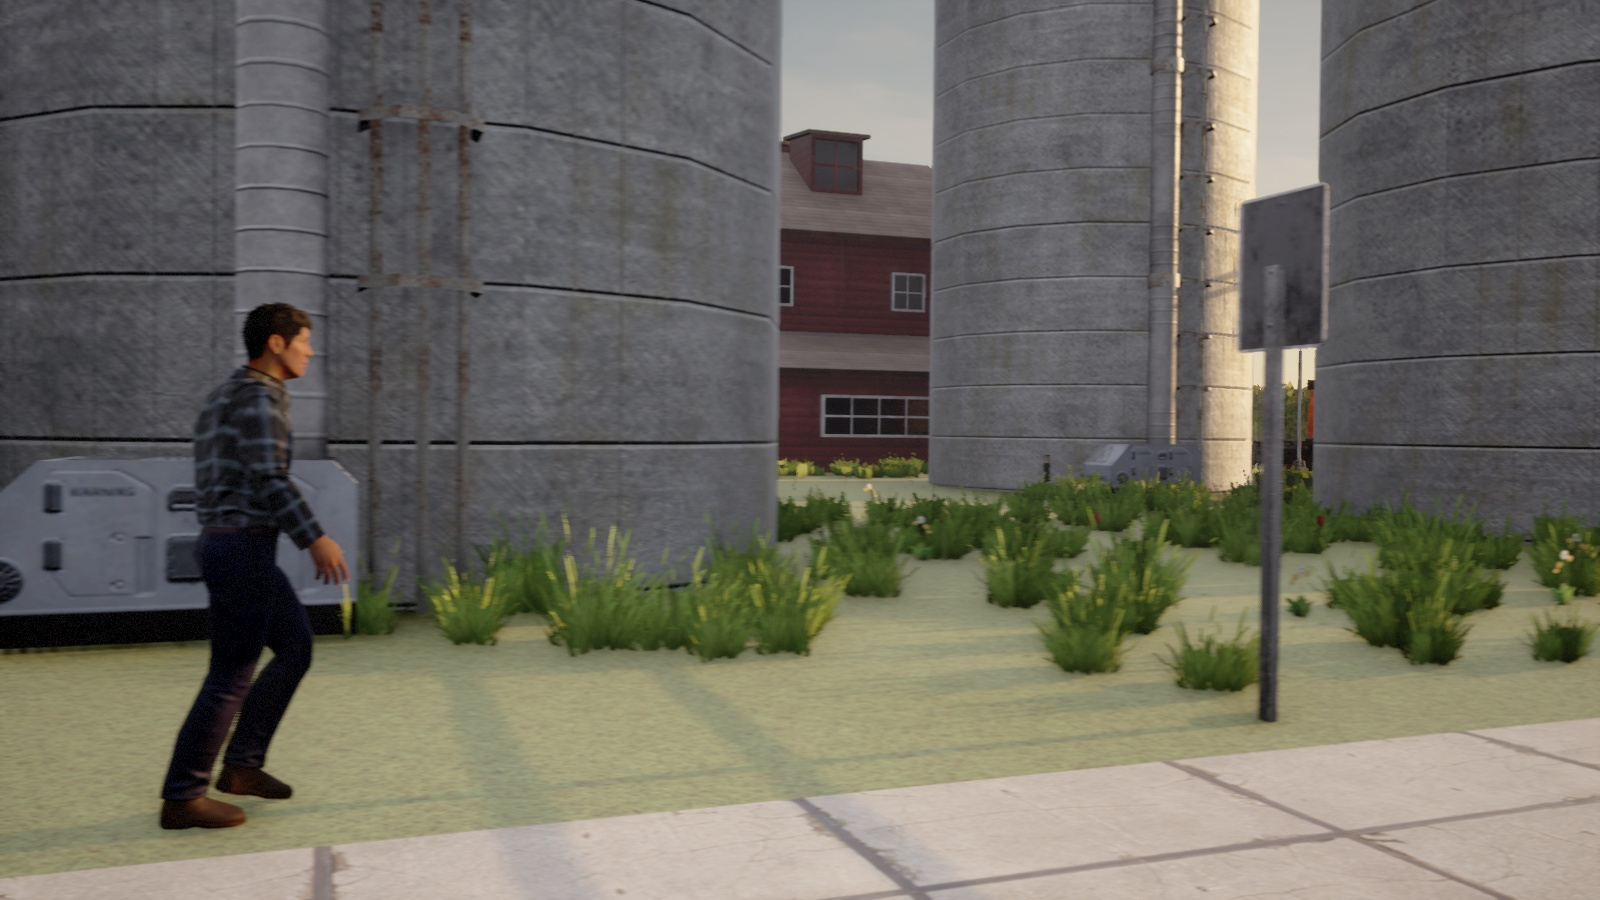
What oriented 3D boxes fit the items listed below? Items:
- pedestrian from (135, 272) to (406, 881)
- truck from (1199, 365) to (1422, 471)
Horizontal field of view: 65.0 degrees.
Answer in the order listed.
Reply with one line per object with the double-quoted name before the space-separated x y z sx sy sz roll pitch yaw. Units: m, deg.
"pedestrian" -1.852 0.399 4.399 0.788 1.949 0.423 -1 1 -31
"truck" 18.205 -1.121 45.460 2.891 3.462 7.936 -1 1 -20
